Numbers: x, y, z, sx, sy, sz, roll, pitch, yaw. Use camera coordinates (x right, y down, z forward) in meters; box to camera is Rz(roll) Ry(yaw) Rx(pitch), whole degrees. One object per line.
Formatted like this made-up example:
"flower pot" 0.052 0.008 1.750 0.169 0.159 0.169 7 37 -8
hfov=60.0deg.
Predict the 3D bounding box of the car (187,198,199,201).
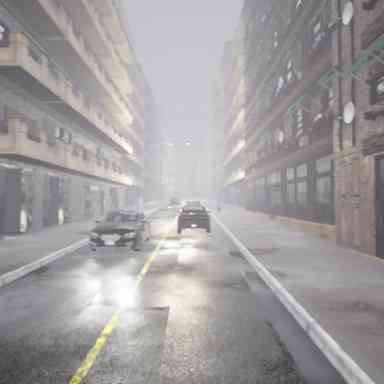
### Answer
"car" 0.109 1.544 41.381 2.128 1.511 4.902 0 0 0

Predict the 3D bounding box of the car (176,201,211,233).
"car" 0.105 1.524 19.962 1.837 1.490 4.892 0 0 0

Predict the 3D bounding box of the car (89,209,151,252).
"car" -2.846 1.505 14.006 2.128 1.511 4.902 0 0 0

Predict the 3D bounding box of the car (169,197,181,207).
"car" -2.803 1.591 54.919 1.837 1.490 4.892 0 0 0
